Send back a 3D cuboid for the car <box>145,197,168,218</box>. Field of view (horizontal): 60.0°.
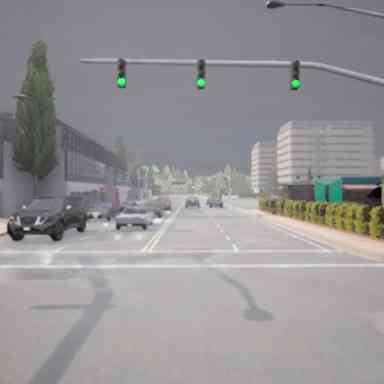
[{"bbox_3d":[-3.601,1.530,30.790,1.837,1.490,4.892,0,0,0],"label":"car"}]

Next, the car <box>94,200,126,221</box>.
[{"bbox_3d":[-7.102,1.513,27.022,2.128,1.511,4.902,0,0,0],"label":"car"}]

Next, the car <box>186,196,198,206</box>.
[{"bbox_3d":[-0.002,1.525,58.617,1.882,1.535,5.008,0,0,0],"label":"car"}]

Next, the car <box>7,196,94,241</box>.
[{"bbox_3d":[-7.115,1.235,17.134,2.150,2.045,5.566,0,0,1],"label":"car"}]

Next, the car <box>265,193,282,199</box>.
[{"bbox_3d":[17.783,1.212,68.627,3.866,1.878,1.905,0,0,-2],"label":"car"}]

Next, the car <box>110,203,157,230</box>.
[{"bbox_3d":[-3.602,1.618,21.475,1.895,1.301,4.718,0,0,0],"label":"car"}]

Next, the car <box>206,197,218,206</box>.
[{"bbox_3d":[3.495,1.573,58.627,1.812,1.442,4.674,0,0,0],"label":"car"}]

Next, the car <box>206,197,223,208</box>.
[{"bbox_3d":[3.496,1.531,48.352,2.128,1.511,4.902,0,0,0],"label":"car"}]

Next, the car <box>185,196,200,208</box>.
[{"bbox_3d":[0.092,1.392,48.837,2.097,1.767,4.553,0,0,0],"label":"car"}]

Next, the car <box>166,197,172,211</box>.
[{"bbox_3d":[-3.587,1.385,40.653,2.097,1.767,4.553,0,0,0],"label":"car"}]

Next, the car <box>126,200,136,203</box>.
[{"bbox_3d":[-7.093,1.594,36.979,1.994,1.385,4.181,0,0,0],"label":"car"}]
